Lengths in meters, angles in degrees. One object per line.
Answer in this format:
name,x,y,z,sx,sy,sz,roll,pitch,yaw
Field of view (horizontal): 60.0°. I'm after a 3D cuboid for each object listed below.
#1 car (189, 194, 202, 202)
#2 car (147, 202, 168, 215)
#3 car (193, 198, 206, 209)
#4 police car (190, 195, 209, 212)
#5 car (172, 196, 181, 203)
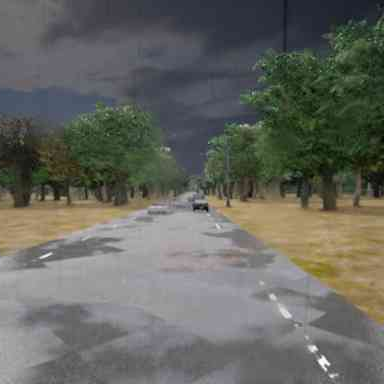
car,1.052,1.415,56.293,2.150,2.045,5.566,0,0,0
car,-3.593,1.736,35.327,1.895,1.301,4.718,0,0,0
car,1.052,1.683,50.260,1.837,1.490,4.892,0,0,0
police car,1.052,1.575,40.367,1.930,1.638,5.238,0,0,0
car,-3.497,1.750,76.058,1.812,1.442,4.674,0,0,0
